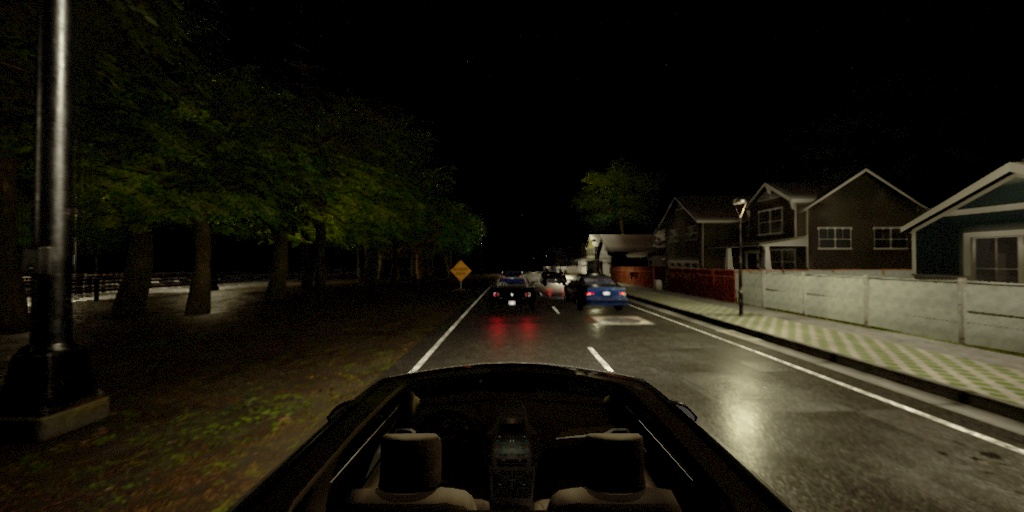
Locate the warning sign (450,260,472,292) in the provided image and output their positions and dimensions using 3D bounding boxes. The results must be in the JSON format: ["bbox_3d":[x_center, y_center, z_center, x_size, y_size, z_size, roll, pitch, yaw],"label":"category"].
[{"bbox_3d":[-3.041,1.156,21.238,1.300,1.860,1.060,0,0,0],"label":"warning sign"}]

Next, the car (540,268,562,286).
[{"bbox_3d":[3.518,1.758,31.128,2.128,1.511,4.902,0,-1,0],"label":"car"}]

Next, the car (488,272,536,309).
[{"bbox_3d":[0.008,1.542,15.930,1.895,1.301,4.718,0,-1,0],"label":"car"}]

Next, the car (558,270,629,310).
[{"bbox_3d":[3.507,1.487,15.810,2.033,1.411,5.357,0,-1,0],"label":"car"}]

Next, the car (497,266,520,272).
[{"bbox_3d":[0.017,1.829,31.100,1.994,1.385,4.181,0,-1,0],"label":"car"}]
